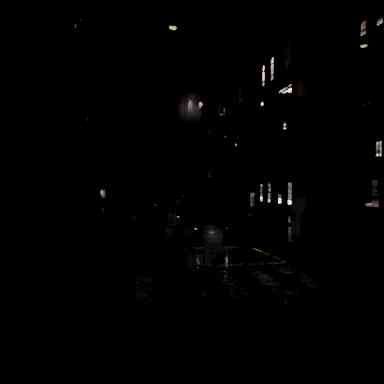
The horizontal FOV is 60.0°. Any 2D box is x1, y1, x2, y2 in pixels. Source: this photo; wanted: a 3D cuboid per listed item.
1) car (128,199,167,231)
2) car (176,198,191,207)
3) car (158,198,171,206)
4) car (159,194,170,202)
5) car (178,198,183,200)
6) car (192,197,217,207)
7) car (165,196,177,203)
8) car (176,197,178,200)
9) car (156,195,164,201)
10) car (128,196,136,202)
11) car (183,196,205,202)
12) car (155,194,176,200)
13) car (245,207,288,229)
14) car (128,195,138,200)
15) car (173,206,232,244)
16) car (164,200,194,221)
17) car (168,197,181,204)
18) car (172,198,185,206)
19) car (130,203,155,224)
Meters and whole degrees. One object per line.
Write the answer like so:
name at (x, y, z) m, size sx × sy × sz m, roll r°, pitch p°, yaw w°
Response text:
car at (-2.893, 1.476, 20.548) m, size 1.967 × 1.590 × 4.097 m, roll -1°, pitch 0°, yaw -11°
car at (-1.466, 1.689, 54.754) m, size 1.802 × 1.307 × 4.206 m, roll -1°, pitch 0°, yaw -11°
car at (-5.030, 1.713, 60.245) m, size 1.895 × 1.301 × 4.718 m, roll 0°, pitch 0°, yaw -11°
car at (-6.725, 1.465, 81.996) m, size 2.192 × 1.841 × 5.009 m, roll -1°, pitch 0°, yaw -11°
car at (-0.415, 1.648, 49.305) m, size 2.008 × 1.369 × 4.403 m, roll -1°, pitch 0°, yaw -11°
car at (1.688, 1.644, 38.408) m, size 1.947 × 1.339 × 4.313 m, roll -1°, pitch 0°, yaw -11°
car at (-4.620, 1.683, 71.099) m, size 2.008 × 1.369 × 4.403 m, roll -1°, pitch 0°, yaw -11°
car at (-3.160, 1.622, 50.613) m, size 1.812 × 1.442 × 4.674 m, roll 0°, pitch 0°, yaw -11°
car at (-8.857, 1.692, 93.060) m, size 1.752 × 1.417 × 4.829 m, roll -1°, pitch 0°, yaw -11°
car at (-15.475, 1.670, 85.765) m, size 1.752 × 1.417 × 4.829 m, roll -1°, pitch 0°, yaw -11°
car at (0.634, 1.403, 43.857) m, size 2.192 × 1.841 × 5.009 m, roll -1°, pitch 0°, yaw -11°
car at (-3.290, 1.418, 35.730) m, size 2.097 × 1.767 × 4.553 m, roll 0°, pitch 0°, yaw -11°
car at (4.846, 1.631, 22.064) m, size 1.802 × 1.307 × 4.206 m, roll -1°, pitch 0°, yaw -11°
car at (-10.252, 1.542, 58.689) m, size 1.967 × 1.590 × 4.097 m, roll -1°, pitch 0°, yaw -11°
car at (0.494, 1.595, 16.052) m, size 1.994 × 1.385 × 4.181 m, roll 0°, pitch 0°, yaw -11°
car at (-1.391, 1.613, 25.813) m, size 1.994 × 1.385 × 4.181 m, roll 0°, pitch 0°, yaw -11°
car at (-3.568, 1.690, 65.651) m, size 1.947 × 1.339 × 4.313 m, roll -1°, pitch 0°, yaw -11°
car at (-2.517, 1.697, 60.203) m, size 1.802 × 1.307 × 4.206 m, roll -1°, pitch 0°, yaw -11°
car at (-3.943, 1.628, 25.997) m, size 1.802 × 1.307 × 4.206 m, roll -1°, pitch 0°, yaw -11°
